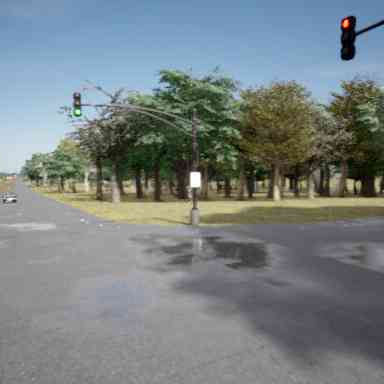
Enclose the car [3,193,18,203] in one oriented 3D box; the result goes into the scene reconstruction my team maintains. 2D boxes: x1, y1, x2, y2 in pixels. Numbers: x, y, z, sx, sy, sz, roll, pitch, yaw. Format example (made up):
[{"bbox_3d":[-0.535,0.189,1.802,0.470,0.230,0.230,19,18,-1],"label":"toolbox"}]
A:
[{"bbox_3d":[-29.559,0.944,54.298,2.128,1.511,4.902,-2,2,-27],"label":"car"}]
